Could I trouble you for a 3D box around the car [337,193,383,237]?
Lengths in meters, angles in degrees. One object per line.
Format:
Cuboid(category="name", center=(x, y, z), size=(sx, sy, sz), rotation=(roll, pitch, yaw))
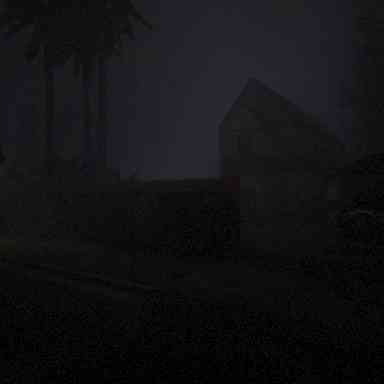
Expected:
Cuboid(category="car", center=(7.963, 0.988, 14.836), size=(1.932, 1.855, 4.605), rotation=(0, 0, 36))
